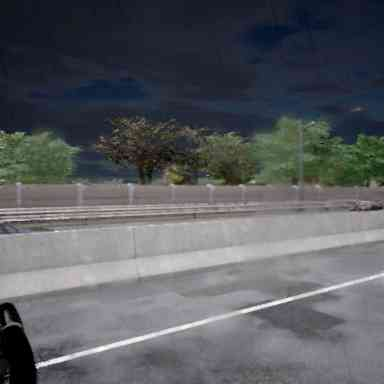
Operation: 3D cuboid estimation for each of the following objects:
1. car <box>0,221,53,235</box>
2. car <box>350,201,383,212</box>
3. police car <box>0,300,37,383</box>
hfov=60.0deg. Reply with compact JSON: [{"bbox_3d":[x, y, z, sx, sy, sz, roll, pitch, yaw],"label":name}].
[{"bbox_3d":[-7.542,1.712,11.411,5.357,1.411,2.033,0,0,-33],"label":"car"},{"bbox_3d":[20.128,1.673,37.568,5.357,1.411,2.033,0,-1,-33],"label":"car"},{"bbox_3d":[-4.010,1.490,2.328,5.238,1.638,1.930,0,0,-33],"label":"police car"}]
